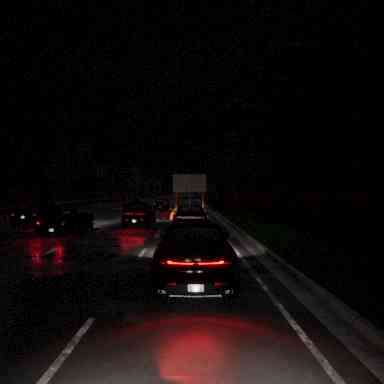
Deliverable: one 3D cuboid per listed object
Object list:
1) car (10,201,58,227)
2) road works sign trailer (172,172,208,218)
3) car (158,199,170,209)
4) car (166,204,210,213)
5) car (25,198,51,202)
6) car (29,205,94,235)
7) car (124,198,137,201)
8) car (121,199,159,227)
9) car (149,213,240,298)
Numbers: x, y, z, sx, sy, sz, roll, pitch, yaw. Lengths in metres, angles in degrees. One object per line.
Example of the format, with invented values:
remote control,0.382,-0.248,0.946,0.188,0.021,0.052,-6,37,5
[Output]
car,-10.555,1.563,22.780,1.994,1.385,4.181,0,0,0
road works sign trailer,-0.170,0.463,22.740,2.380,3.560,2.880,0,0,-3
car,-3.695,1.524,40.491,1.812,1.442,4.674,0,0,-1
car,-0.048,1.487,18.870,2.128,1.511,4.902,0,0,1
car,-14.120,1.349,31.184,2.097,1.767,4.553,0,0,0
car,-7.022,1.600,18.798,1.895,1.301,4.718,0,0,0
car,-7.196,1.476,40.100,1.882,1.535,5.008,0,0,0
car,-3.554,1.504,22.680,1.837,1.490,4.892,0,0,0
car,0.053,1.504,8.482,1.837,1.490,4.892,0,0,0
